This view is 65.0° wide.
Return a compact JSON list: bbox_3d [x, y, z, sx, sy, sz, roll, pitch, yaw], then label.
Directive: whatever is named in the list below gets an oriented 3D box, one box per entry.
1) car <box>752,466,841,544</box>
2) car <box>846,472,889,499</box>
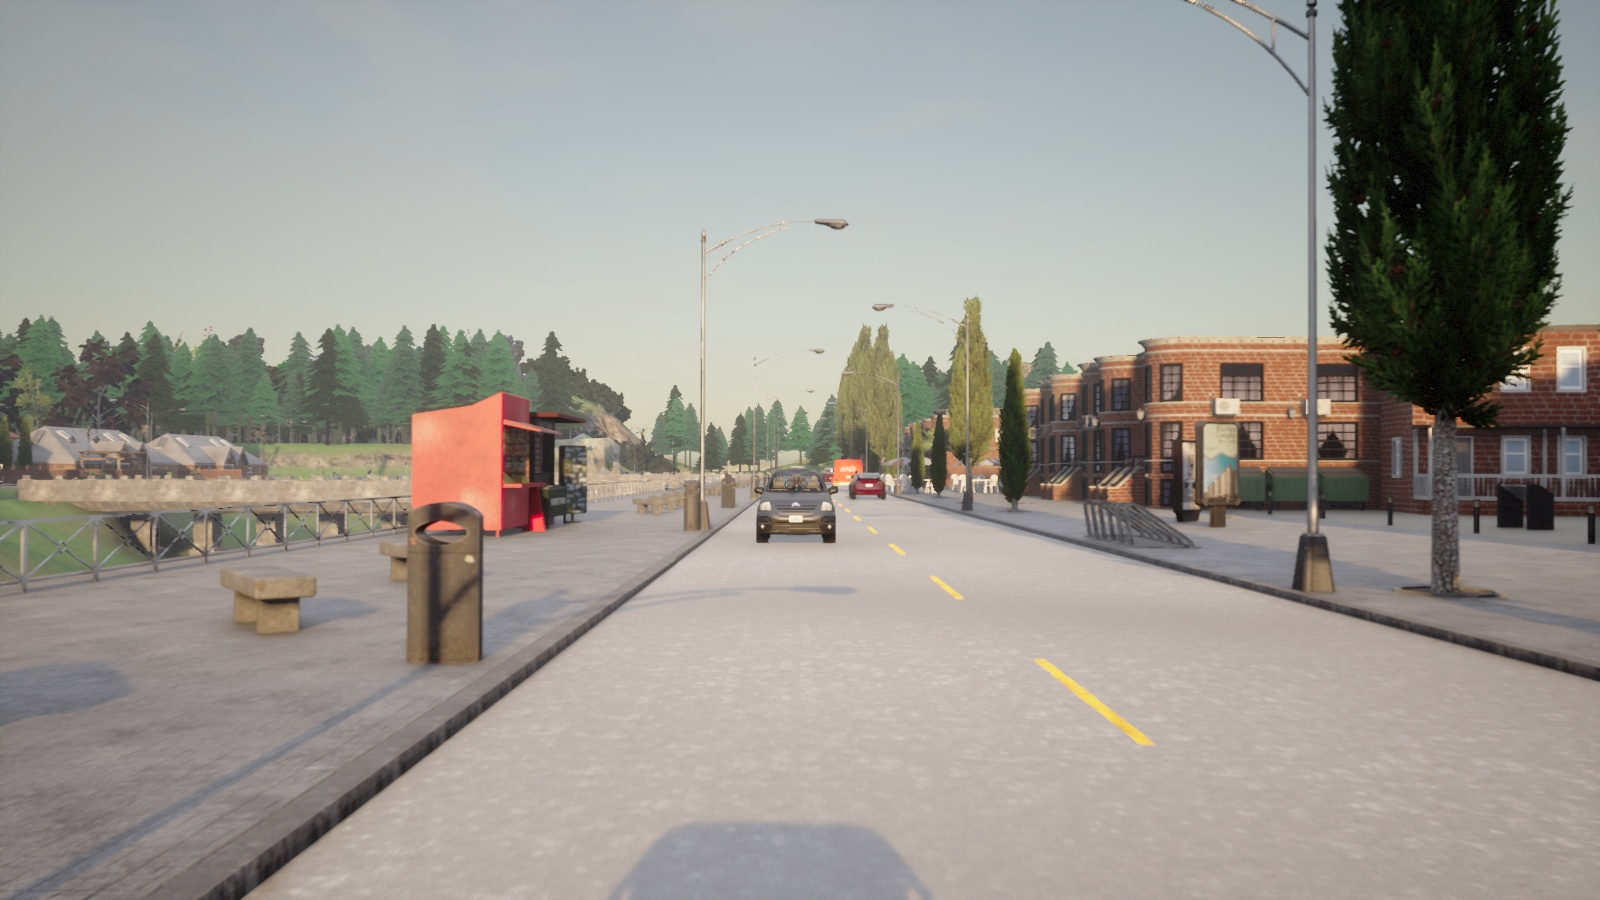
[{"bbox_3d":[-0.073,1.186,28.232,1.851,1.617,3.988,0,-1,0],"label":"car"},{"bbox_3d":[3.815,1.997,71.544,2.163,1.488,4.792,0,-1,0],"label":"car"}]
